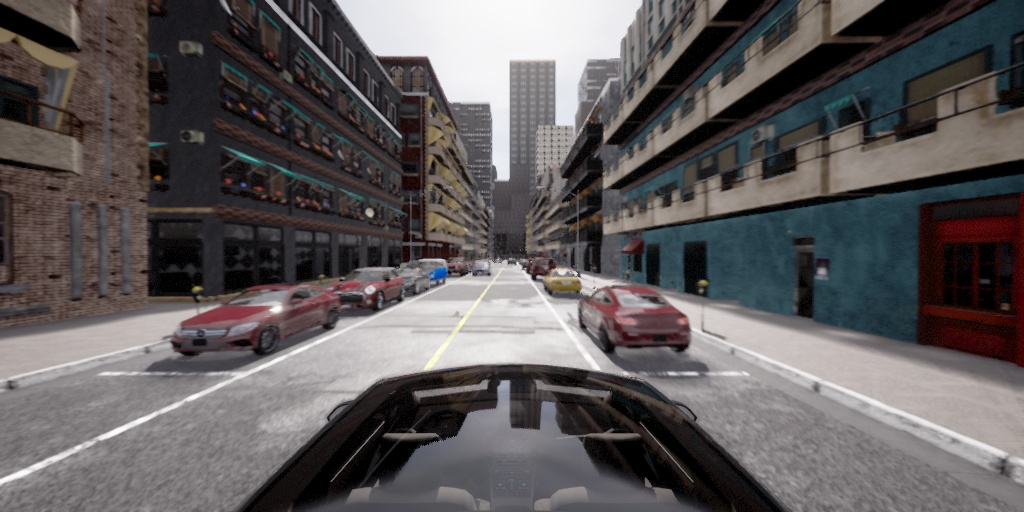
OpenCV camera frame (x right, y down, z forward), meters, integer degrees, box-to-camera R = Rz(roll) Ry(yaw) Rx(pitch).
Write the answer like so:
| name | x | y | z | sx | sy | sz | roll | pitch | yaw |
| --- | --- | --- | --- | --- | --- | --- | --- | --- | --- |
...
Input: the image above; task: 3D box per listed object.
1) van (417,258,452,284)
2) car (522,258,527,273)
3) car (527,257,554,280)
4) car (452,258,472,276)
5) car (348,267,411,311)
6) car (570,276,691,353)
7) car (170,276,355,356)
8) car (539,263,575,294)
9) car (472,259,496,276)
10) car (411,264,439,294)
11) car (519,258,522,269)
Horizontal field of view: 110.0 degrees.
| name | x | y | z | sx | sy | sz | roll | pitch | yaw |
| --- | --- | --- | --- | --- | --- | --- | --- | --- | --- |
| van | -5.661 | 1.101 | 25.405 | 1.690 | 1.789 | 3.998 | 0 | 0 | 0 |
| car | 2.685 | 1.082 | 42.184 | 2.192 | 1.841 | 5.009 | 0 | 0 | 0 |
| car | 2.686 | 1.077 | 30.980 | 2.192 | 1.841 | 5.009 | 0 | 0 | 0 |
| car | -5.685 | 1.080 | 36.609 | 2.192 | 1.841 | 5.009 | 0 | 0 | 0 |
| car | -5.660 | 1.195 | 14.201 | 1.967 | 1.591 | 4.097 | 0 | 0 | 0 |
| car | 2.689 | 1.335 | 8.571 | 1.802 | 1.307 | 4.207 | 0 | 0 | 0 |
| car | -5.659 | 1.335 | 8.599 | 1.802 | 1.307 | 4.207 | 0 | 0 | 0 |
| car | 2.687 | 1.283 | 19.945 | 1.751 | 1.417 | 4.829 | 0 | 0 | 0 |
| car | -3.087 | 1.312 | 37.410 | 2.033 | 1.411 | 5.357 | 0 | 0 | 0 |
| car | -5.660 | 1.308 | 19.803 | 2.007 | 1.370 | 4.403 | 0 | 0 | 0 |
| car | 2.349 | 1.276 | 53.019 | 1.837 | 1.490 | 4.892 | 0 | 0 | 0 |
